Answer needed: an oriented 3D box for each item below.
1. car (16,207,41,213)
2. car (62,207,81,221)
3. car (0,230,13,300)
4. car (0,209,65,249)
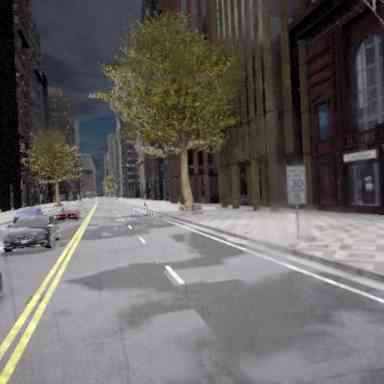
[{"bbox_3d":[-14.745,2.158,30.304,1.882,1.535,5.008,-3,0,-15],"label":"car"},{"bbox_3d":[-11.942,2.153,32.424,1.895,1.301,4.718,-3,0,-15],"label":"car"},{"bbox_3d":[-4.786,1.744,5.947,1.812,1.442,4.674,-3,0,-18],"label":"car"},{"bbox_3d":[-7.508,1.851,15.959,1.837,1.490,4.892,-3,0,-15],"label":"car"}]
